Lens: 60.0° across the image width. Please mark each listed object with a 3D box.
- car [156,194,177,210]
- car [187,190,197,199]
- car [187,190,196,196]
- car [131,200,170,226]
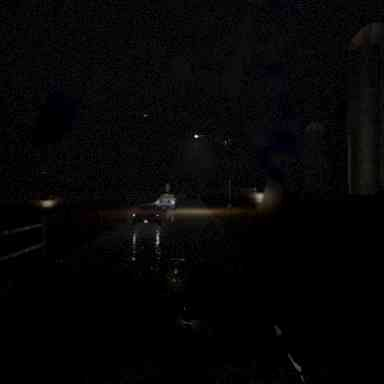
[{"bbox_3d":[-2.772,1.062,36.486,2.097,1.767,4.553,0,1,0],"label":"car"},{"bbox_3d":[-0.041,0.528,65.622,1.882,1.535,5.008,0,1,0],"label":"car"},{"bbox_3d":[-0.048,0.261,76.079,1.994,1.385,4.181,0,1,0],"label":"car"},{"bbox_3d":[-2.799,1.461,22.433,1.895,1.301,4.718,0,1,1],"label":"car"}]
